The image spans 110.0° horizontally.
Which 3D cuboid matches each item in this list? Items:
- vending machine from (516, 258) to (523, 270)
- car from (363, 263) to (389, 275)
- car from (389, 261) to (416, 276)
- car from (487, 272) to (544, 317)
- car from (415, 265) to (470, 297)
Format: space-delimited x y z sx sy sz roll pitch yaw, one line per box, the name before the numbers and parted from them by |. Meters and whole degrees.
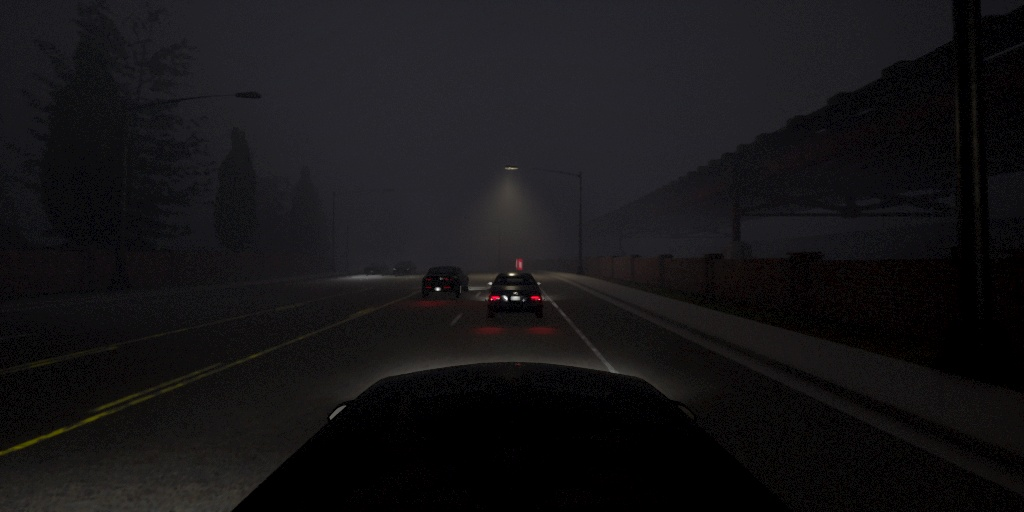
vending machine | 1.240 1.410 59.938 1.100 2.100 0.880 0 0 -16
car | -15.001 1.375 39.815 1.895 1.301 4.718 0 -1 -8
car | -11.312 1.246 38.104 1.882 1.535 5.008 0 -1 -6
car | 0.101 1.303 13.142 2.033 1.411 5.357 0 0 0
car | -3.397 1.263 18.845 1.837 1.490 4.892 0 0 0
